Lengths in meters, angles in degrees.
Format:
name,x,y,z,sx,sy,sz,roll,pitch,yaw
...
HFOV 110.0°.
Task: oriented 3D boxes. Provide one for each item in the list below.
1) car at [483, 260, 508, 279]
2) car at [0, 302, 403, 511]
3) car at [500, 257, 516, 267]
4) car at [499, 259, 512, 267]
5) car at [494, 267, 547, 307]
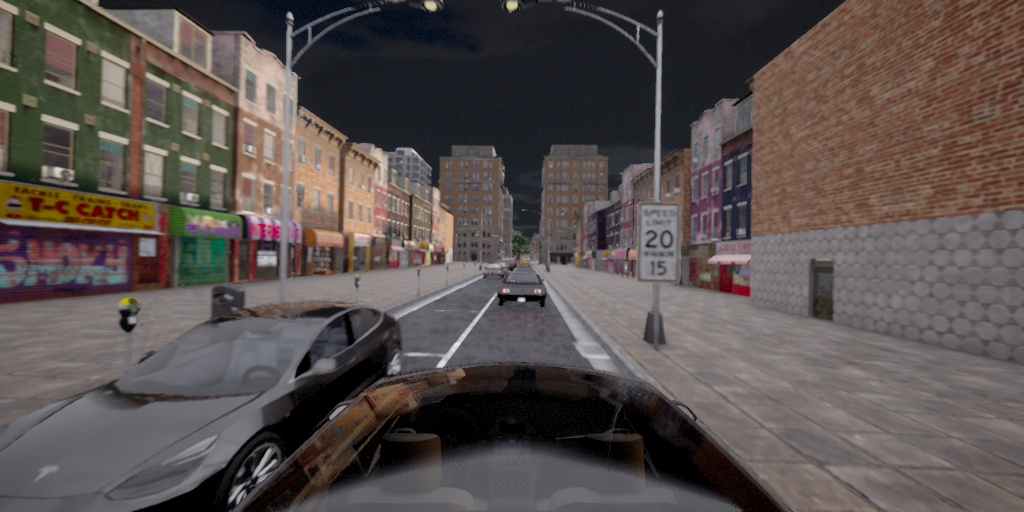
name,x,y,z,sx,sy,sz,roll,pitch,yaw
car,-1.569,1.308,32.099,1.802,1.307,4.207,0,0,2
car,-2.637,1.261,4.053,1.948,1.339,4.313,0,0,2
car,-0.929,1.082,48.927,2.192,1.841,5.009,0,0,2
car,-1.356,1.288,37.709,2.007,1.370,4.403,0,0,2
car,0.459,1.360,15.724,1.895,1.301,4.718,1,0,2
